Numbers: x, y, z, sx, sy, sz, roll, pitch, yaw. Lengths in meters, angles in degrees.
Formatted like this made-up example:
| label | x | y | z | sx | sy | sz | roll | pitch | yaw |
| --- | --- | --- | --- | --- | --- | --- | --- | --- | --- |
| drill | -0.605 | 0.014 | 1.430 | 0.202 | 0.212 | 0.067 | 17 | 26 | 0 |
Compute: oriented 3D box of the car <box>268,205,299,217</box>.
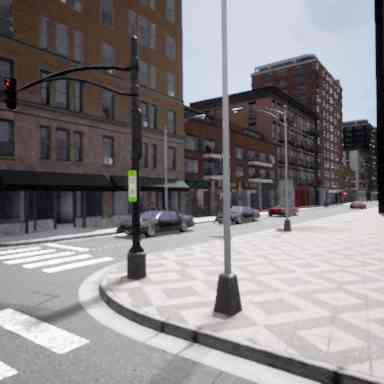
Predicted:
| label | x | y | z | sx | sy | sz | roll | pitch | yaw |
| --- | --- | --- | --- | --- | --- | --- | --- | --- | --- |
| car | 9.977 | 2.001 | 36.303 | 1.895 | 1.301 | 4.718 | -1 | -1 | 36 |

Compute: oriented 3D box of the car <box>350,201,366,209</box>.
| label | x | y | z | sx | sy | sz | roll | pitch | yaw |
| --- | --- | --- | --- | --- | --- | --- | --- | --- | --- |
| car | 27.691 | 2.114 | 55.434 | 1.994 | 1.385 | 4.181 | -1 | -1 | 36 |

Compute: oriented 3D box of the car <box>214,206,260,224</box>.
| label | x | y | z | sx | sy | sz | roll | pitch | yaw |
| --- | --- | --- | --- | --- | --- | --- | --- | --- | --- |
| car | 3.960 | 1.865 | 27.977 | 2.033 | 1.411 | 5.357 | -1 | -1 | 35 |

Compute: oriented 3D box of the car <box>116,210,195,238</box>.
| label | x | y | z | sx | sy | sz | roll | pitch | yaw |
| --- | --- | --- | --- | --- | --- | --- | --- | --- | --- |
| car | -1.950 | 1.780 | 19.772 | 2.033 | 1.411 | 5.357 | -1 | -1 | 36 |
